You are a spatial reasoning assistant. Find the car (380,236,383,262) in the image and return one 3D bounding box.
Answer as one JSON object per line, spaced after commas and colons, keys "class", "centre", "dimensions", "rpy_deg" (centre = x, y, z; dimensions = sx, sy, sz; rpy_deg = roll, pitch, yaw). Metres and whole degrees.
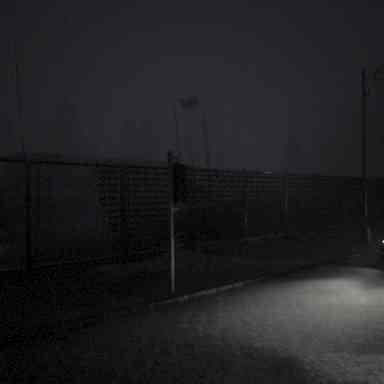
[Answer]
{"class": "car", "centre": [7.942, 1.515, 10.905], "dimensions": [4.902, 1.511, 2.128], "rpy_deg": [0, -1, -38]}
